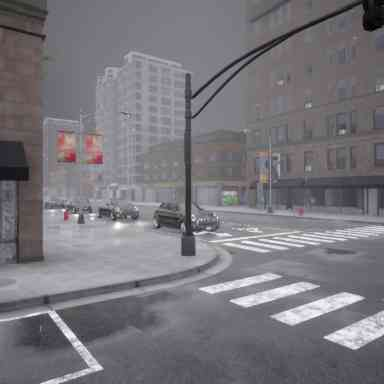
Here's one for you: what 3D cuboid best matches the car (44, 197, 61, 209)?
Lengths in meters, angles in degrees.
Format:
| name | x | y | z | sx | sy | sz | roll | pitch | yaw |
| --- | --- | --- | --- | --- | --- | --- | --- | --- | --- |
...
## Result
| name | x | y | z | sx | sy | sz | roll | pitch | yaw |
| --- | --- | --- | --- | --- | --- | --- | --- | --- | --- |
| car | -18.223 | 1.440 | 44.046 | 1.837 | 1.490 | 4.892 | 0 | 0 | -35 |

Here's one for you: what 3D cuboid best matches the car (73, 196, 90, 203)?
| name | x | y | z | sx | sy | sz | roll | pitch | yaw |
| --- | --- | --- | --- | --- | --- | --- | --- | --- | --- |
| car | -22.107 | 1.453 | 66.326 | 1.994 | 1.385 | 4.181 | 0 | 0 | -36 |

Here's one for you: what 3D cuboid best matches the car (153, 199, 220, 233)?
| name | x | y | z | sx | sy | sz | roll | pitch | yaw |
| --- | --- | --- | --- | --- | --- | --- | --- | --- | --- |
| car | -0.430 | 1.332 | 19.338 | 2.097 | 1.767 | 4.553 | 0 | 0 | -36 |

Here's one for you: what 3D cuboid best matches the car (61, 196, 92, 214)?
| name | x | y | z | sx | sy | sz | roll | pitch | yaw |
| --- | --- | --- | --- | --- | --- | --- | --- | --- | --- |
| car | -12.167 | 1.455 | 35.596 | 1.837 | 1.490 | 4.892 | 0 | 0 | -36 |

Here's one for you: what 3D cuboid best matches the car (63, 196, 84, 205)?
| name | x | y | z | sx | sy | sz | roll | pitch | yaw |
| --- | --- | --- | --- | --- | --- | --- | --- | --- | --- |
| car | -21.317 | 1.452 | 59.698 | 2.033 | 1.411 | 5.357 | 0 | 0 | -36 |

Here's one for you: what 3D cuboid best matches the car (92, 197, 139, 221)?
| name | x | y | z | sx | sy | sz | roll | pitch | yaw |
| --- | --- | --- | --- | --- | --- | --- | --- | --- | --- |
| car | -6.111 | 1.318 | 27.200 | 2.097 | 1.767 | 4.553 | 0 | 0 | -36 |
